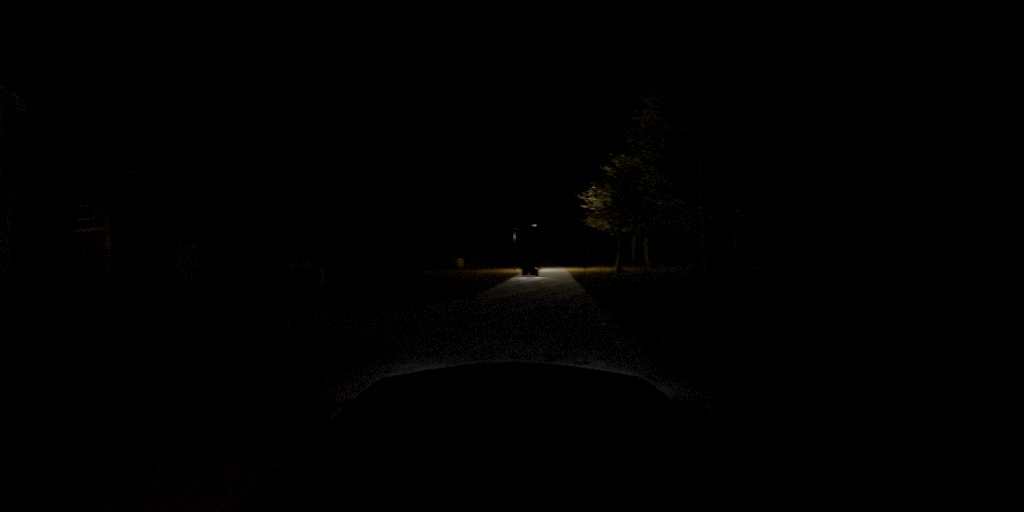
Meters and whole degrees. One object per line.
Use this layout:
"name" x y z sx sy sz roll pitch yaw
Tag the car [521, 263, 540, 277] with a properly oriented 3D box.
"car" 2.187 1.627 41.585 1.837 1.490 4.892 -1 0 7
